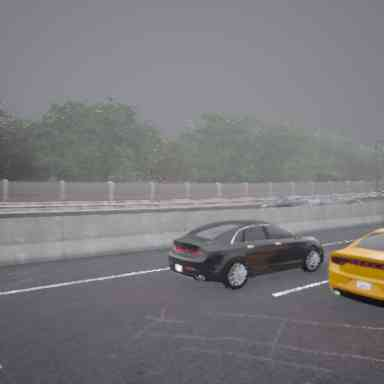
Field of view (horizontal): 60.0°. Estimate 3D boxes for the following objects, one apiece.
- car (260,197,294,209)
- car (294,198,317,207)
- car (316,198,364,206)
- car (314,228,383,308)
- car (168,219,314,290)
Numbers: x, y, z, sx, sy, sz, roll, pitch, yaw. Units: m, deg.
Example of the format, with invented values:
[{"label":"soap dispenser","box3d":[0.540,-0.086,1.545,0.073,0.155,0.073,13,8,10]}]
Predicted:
[{"label":"car","box3d":[9.558,1.360,36.166,4.902,1.511,2.128,-1,1,-34]},{"label":"car","box3d":[13.099,1.368,34.331,4.674,1.442,1.812,-1,1,-34]},{"label":"car","box3d":[14.017,1.374,30.735,4.892,1.490,1.837,-1,1,-34]},{"label":"car","box3d":[5.072,1.507,7.327,5.008,1.535,1.882,0,0,-35]},{"label":"car","box3d":[1.669,1.526,9.211,4.892,1.490,1.837,0,0,-35]}]
